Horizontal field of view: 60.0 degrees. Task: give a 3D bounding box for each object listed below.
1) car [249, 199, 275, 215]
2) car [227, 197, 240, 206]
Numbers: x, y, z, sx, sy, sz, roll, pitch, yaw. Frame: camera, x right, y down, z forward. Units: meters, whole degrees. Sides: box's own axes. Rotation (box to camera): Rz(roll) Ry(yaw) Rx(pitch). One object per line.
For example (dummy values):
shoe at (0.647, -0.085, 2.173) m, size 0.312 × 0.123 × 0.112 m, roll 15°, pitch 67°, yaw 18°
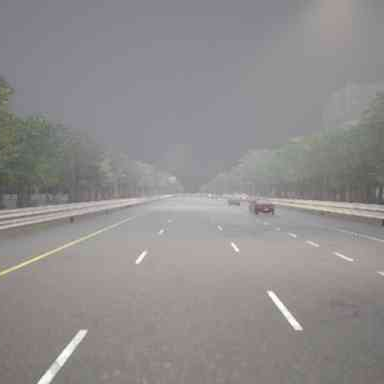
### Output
car at (7.018, 1.496, 33.848) m, size 1.882 × 1.535 × 5.008 m, roll 0°, pitch 0°, yaw 0°
car at (7.082, 1.597, 57.236) m, size 2.033 × 1.411 × 5.357 m, roll 0°, pitch 0°, yaw 0°
